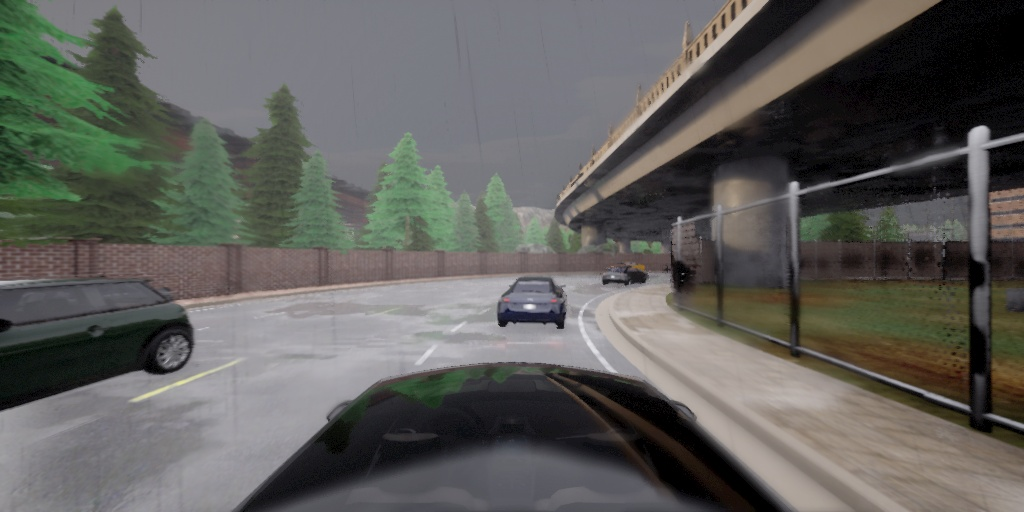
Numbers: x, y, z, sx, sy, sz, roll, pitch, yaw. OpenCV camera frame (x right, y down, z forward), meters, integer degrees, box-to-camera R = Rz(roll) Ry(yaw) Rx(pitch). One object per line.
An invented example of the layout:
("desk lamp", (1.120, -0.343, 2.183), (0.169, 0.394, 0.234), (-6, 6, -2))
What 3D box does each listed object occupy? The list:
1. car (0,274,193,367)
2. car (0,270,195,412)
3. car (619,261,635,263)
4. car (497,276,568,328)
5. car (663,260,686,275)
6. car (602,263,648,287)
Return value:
("car", (-10.223, 1.265, 7.704), (2.128, 1.511, 4.902), (0, 0, 5))
("car", (-6.884, 1.113, 4.571), (2.097, 1.767, 4.553), (0, 0, 2))
("car", (13.252, 1.390, 42.101), (5.008, 1.535, 1.882), (0, -1, -22))
("car", (0.792, 1.354, 11.686), (1.994, 1.385, 4.181), (0, 0, 9))
("car", (19.524, 1.259, 40.595), (4.553, 1.767, 2.097), (0, 0, -14))
("car", (8.305, 1.412, 26.149), (1.994, 1.385, 4.181), (0, 0, 43))
